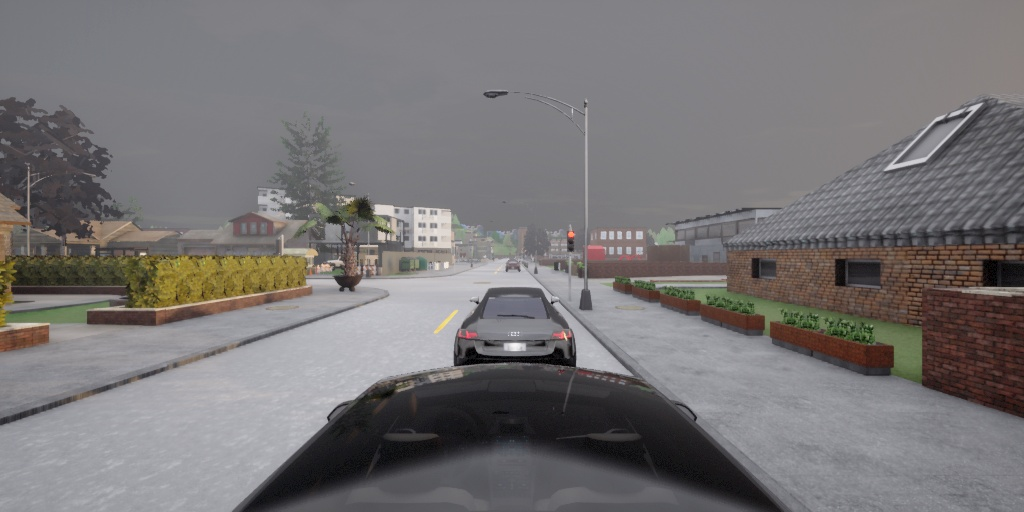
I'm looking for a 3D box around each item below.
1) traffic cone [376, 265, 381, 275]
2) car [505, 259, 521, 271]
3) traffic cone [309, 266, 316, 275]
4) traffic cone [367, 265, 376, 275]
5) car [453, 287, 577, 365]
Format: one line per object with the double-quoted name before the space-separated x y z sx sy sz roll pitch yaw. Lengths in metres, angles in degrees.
"traffic cone" -15.396 1.558 40.690 0.344 0.586 0.344 0 0 0
"car" 0.121 1.276 48.282 1.812 1.442 4.674 0 0 0
"traffic cone" -19.803 1.568 35.236 0.344 0.586 0.344 0 0 0
"traffic cone" -15.757 1.561 40.120 0.344 0.586 0.344 0 0 0
"car" 0.058 1.314 7.306 1.994 1.385 4.181 0 0 0
